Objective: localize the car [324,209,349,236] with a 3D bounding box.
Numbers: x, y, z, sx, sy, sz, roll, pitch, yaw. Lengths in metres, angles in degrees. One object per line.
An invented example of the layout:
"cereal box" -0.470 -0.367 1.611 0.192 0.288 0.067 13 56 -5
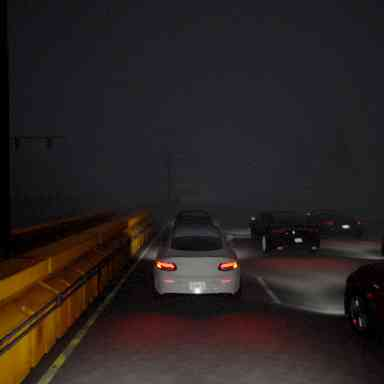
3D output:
"car" 7.085 1.564 17.315 1.994 1.385 4.181 0 0 0

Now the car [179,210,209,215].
"car" 0.086 1.601 17.426 1.895 1.301 4.718 0 0 0

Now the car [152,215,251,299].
"car" 0.093 1.526 8.304 1.812 1.442 4.674 0 0 0

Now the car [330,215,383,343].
"car" 3.594 1.352 3.739 2.097 1.767 4.553 0 0 0

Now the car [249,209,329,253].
"car" 3.589 1.478 13.700 1.882 1.535 5.008 0 0 0
